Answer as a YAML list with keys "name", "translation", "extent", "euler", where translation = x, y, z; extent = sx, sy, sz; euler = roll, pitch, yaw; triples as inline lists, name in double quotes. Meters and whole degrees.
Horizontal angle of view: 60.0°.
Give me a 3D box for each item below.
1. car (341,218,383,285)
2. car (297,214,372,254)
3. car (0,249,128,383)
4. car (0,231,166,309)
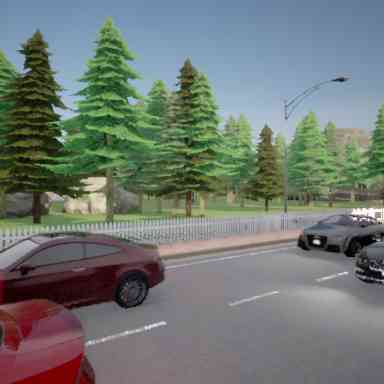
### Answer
- name: "car"
  translation: [6.076, 1.504, 8.514]
  extent: [4.892, 1.490, 1.837]
  euler: [0, 0, -37]
- name: "car"
  translation: [5.950, 1.561, 12.774]
  extent: [4.181, 1.385, 1.994]
  euler: [0, 0, -36]
- name: "car"
  translation: [-3.040, 1.478, 1.652]
  extent: [5.008, 1.535, 1.882]
  euler: [0, 0, -39]
- name: "car"
  translation: [-2.702, 1.526, 6.347]
  extent: [4.674, 1.442, 1.812]
  euler: [0, 0, -36]
